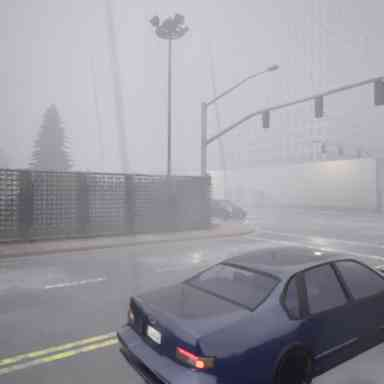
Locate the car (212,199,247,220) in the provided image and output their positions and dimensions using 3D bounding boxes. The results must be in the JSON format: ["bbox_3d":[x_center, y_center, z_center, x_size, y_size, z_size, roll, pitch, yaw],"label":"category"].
[{"bbox_3d":[2.615,1.425,28.833,2.097,1.767,4.553,0,0,-35],"label":"car"}]

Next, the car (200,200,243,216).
[{"bbox_3d":[2.932,1.623,34.426,1.812,1.442,4.674,0,0,-35],"label":"car"}]

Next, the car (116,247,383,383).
[{"bbox_3d":[1.651,1.576,4.971,5.357,1.411,2.033,0,0,-35],"label":"car"}]
